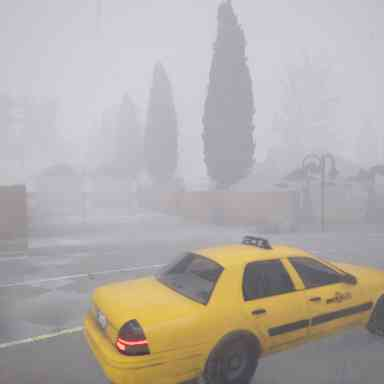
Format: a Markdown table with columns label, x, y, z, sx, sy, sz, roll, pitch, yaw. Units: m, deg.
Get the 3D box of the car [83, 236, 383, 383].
| label | x | y | z | sx | sy | sz | roll | pitch | yaw |
| --- | --- | --- | --- | --- | --- | --- | --- | --- | --- |
| car | 1.200 | 1.459 | 5.080 | 5.366 | 1.575 | 1.801 | 0 | 0 | -29 |
